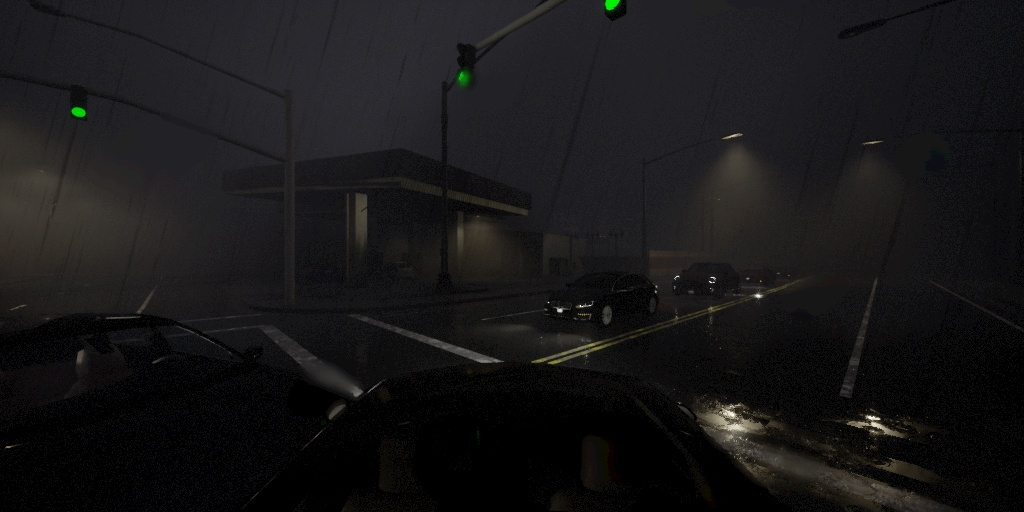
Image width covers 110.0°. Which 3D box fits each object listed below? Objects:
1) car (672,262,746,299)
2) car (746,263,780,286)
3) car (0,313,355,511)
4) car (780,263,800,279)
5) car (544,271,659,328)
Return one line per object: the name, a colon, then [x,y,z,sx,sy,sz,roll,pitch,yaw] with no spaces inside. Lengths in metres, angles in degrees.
car: [9.994,1.102,18.344,4.553,1.767,2.097,0,0,-44]
car: [17.023,1.314,25.150,1.994,1.385,4.181,0,0,45]
car: [-3.383,1.242,2.678,4.902,1.511,2.128,0,0,16]
car: [24.261,1.314,32.096,4.181,1.385,1.994,0,0,-44]
car: [3.053,1.255,11.601,4.892,1.490,1.837,0,0,-44]
